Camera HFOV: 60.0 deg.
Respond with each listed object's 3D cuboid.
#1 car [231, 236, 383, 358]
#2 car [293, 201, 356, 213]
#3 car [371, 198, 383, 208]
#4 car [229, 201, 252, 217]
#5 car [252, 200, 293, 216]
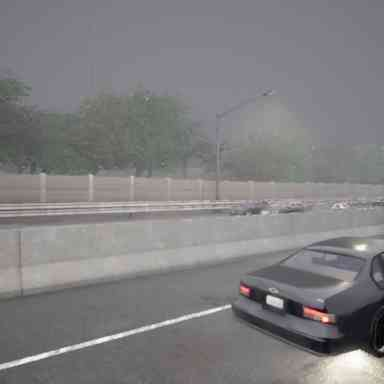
[{"bbox_3d":[3.174,1.547,5.999,5.357,1.411,2.033,0,0,-35],"label":"car"},{"bbox_3d":[9.836,1.490,23.829,4.902,1.511,2.128,0,0,-35],"label":"car"},{"bbox_3d":[28.103,1.608,48.586,4.718,1.301,1.895,0,0,-38],"label":"car"},{"bbox_3d":[5.453,1.503,29.303,4.892,1.490,1.837,0,0,-35],"label":"car"},{"bbox_3d":[7.480,1.490,26.451,4.902,1.511,2.128,0,0,-35],"label":"car"}]
